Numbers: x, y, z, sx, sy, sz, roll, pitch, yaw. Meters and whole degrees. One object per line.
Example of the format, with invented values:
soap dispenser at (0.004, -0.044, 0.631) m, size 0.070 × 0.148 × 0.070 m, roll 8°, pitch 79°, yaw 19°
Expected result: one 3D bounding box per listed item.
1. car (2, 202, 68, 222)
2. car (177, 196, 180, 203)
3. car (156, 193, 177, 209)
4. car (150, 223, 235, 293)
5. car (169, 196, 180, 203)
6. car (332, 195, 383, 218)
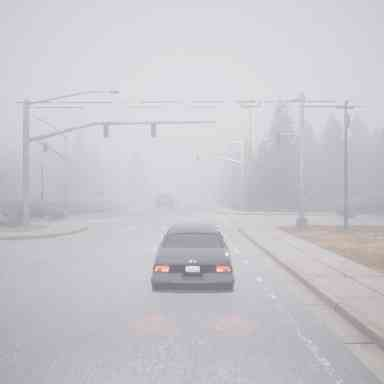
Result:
car at (-12.353, 1.518, 26.336) m, size 4.902 × 1.511 × 2.128 m, roll 0°, pitch 0°, yaw 2°
car at (-3.665, 1.352, 55.663) m, size 2.097 × 1.767 × 4.553 m, roll 0°, pitch 0°, yaw 0°
car at (-3.677, 1.221, 45.653) m, size 2.150 × 2.045 × 5.566 m, roll 0°, pitch 0°, yaw 0°
car at (0.034, 1.545, 9.000) m, size 2.033 × 1.411 × 5.357 m, roll 0°, pitch 0°, yaw 1°
car at (-3.506, 1.525, 67.592) m, size 1.812 × 1.442 × 4.674 m, roll 0°, pitch 0°, yaw 1°
car at (15.547, 1.248, 29.646) m, size 5.566 × 2.045 × 2.150 m, roll 0°, pitch 0°, yaw 1°
